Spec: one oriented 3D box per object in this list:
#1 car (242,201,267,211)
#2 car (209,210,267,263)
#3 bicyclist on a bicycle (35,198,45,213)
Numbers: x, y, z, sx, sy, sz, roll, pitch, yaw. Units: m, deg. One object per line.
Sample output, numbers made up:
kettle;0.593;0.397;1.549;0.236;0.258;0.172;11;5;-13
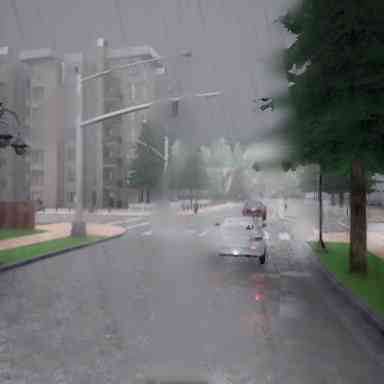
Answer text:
car;5.772;1.564;30.544;2.097;1.767;4.553;0;0;14
car;1.768;1.599;12.341;1.812;1.442;4.674;0;0;11
bicyclist on a bicycle;-16.941;1.486;36.962;0.582;1.620;1.656;0;0;16
